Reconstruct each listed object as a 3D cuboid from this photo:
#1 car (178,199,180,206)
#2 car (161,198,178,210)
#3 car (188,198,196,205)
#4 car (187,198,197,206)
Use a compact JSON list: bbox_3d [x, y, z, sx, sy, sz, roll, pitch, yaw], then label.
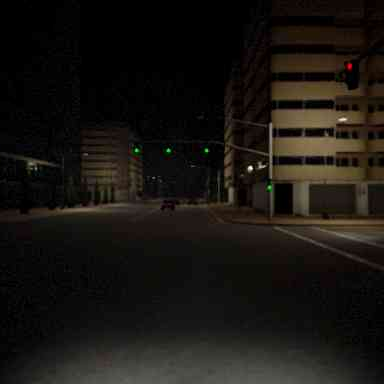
[{"bbox_3d":[-3.403,1.975,65.794,1.882,1.535,5.008,0,-1,0],"label":"car"},{"bbox_3d":[-3.402,1.870,48.311,1.837,1.490,4.892,0,0,0],"label":"car"},{"bbox_3d":[-0.003,2.065,74.889,1.837,1.490,4.892,0,0,0],"label":"car"},{"bbox_3d":[0.079,2.023,65.832,1.812,1.442,4.674,0,-1,0],"label":"car"}]
